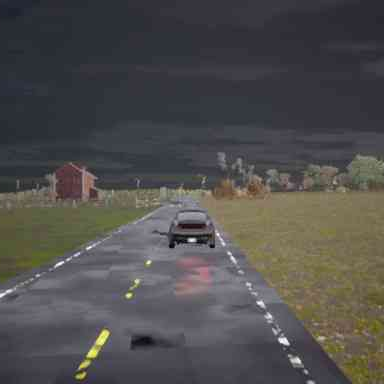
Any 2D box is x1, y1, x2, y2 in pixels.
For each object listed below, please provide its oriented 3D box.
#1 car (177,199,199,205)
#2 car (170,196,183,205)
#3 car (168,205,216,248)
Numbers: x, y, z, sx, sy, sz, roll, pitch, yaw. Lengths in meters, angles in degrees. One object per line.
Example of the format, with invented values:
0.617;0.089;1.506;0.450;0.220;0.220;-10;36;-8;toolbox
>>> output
0.000;1.579;29.626;1.994;1.385;4.181;0;0;0;car
-2.750;1.428;59.562;2.097;1.767;4.553;0;0;0;car
0.000;1.518;14.626;1.837;1.490;4.892;0;0;0;car
